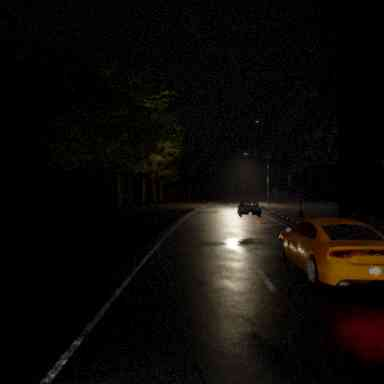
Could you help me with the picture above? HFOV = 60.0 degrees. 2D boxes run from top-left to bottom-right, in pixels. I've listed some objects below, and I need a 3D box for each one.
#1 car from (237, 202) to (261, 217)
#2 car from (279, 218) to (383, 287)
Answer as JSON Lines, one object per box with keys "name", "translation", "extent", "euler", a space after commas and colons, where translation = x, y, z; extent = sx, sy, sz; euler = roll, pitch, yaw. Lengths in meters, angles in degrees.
{"name": "car", "translation": [5.086, 1.511, 30.061], "extent": [1.895, 1.301, 4.718], "euler": [0, 0, 5]}
{"name": "car", "translation": [3.800, 1.457, 9.241], "extent": [1.882, 1.535, 5.008], "euler": [0, 0, 2]}
